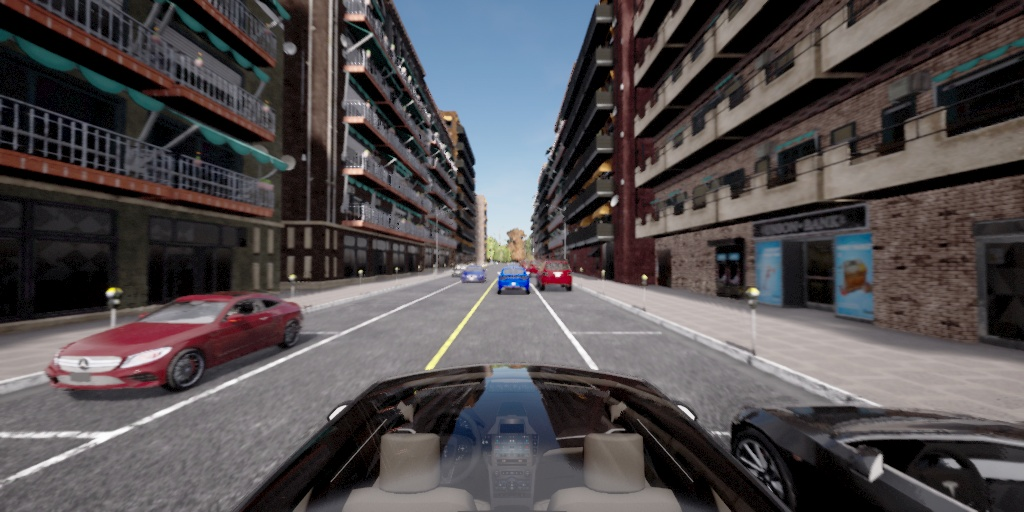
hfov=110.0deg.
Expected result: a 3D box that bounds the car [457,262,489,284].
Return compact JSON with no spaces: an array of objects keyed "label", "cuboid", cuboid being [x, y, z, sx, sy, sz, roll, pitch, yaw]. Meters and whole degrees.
[{"label":"car","cuboid":[-3.095,1.502,29.880,1.812,1.442,4.674,0,0,0]}]

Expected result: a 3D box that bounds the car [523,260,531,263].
[{"label":"car","cuboid":[2.686,1.375,40.190,2.192,1.841,5.009,0,0,0]}]

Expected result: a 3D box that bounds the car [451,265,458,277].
[{"label":"car","cuboid":[-5.695,1.611,40.223,2.007,1.370,4.403,0,0,0]}]

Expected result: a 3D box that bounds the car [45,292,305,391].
[{"label":"car","cuboid":[-5.691,1.373,6.816,1.802,1.307,4.207,0,0,0]}]

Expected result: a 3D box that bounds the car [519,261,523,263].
[{"label":"car","cuboid":[0.093,1.616,41.158,2.033,1.411,5.357,0,0,0]}]

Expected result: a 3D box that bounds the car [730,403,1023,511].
[{"label":"car","cuboid":[2.691,1.312,1.216,1.948,1.339,4.313,0,0,0]}]

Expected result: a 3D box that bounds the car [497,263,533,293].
[{"label":"car","cuboid":[0.094,1.392,22.229,1.882,1.535,5.008,0,0,0]}]

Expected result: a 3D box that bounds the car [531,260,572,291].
[{"label":"car","cuboid":[2.688,1.239,23.488,2.192,1.841,5.009,0,0,0]}]
